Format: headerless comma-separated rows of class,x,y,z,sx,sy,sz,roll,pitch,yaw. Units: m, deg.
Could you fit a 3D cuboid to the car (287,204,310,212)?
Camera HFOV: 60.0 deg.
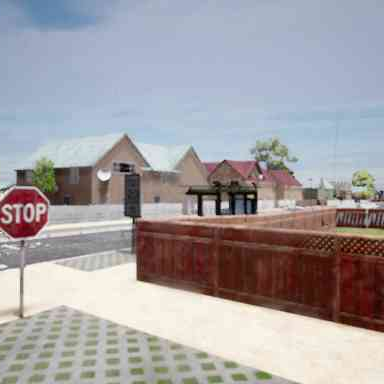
car,14.790,2.300,46.140,1.895,1.301,4.718,1,0,35
